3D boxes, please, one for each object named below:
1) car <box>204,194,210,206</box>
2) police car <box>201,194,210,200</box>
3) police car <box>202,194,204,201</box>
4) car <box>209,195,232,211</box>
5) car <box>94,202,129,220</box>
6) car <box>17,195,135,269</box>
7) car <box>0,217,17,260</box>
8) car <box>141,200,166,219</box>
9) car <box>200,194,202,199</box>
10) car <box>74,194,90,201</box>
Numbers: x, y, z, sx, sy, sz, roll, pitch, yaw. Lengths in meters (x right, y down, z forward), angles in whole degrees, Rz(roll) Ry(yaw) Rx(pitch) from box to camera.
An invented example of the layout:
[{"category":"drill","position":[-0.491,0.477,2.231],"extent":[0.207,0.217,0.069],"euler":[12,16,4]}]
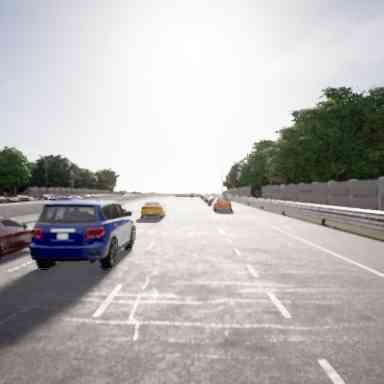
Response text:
[{"category":"car","position":[3.490,1.420,54.125],"extent":[2.128,1.511,4.902],"euler":[0,0,0]},{"category":"police car","position":[3.484,1.248,87.175],"extent":[2.038,1.542,4.974],"euler":[0,0,0]},{"category":"police car","position":[3.488,1.358,65.140],"extent":[2.038,1.542,4.974],"euler":[0,0,0]},{"category":"car","position":[3.592,1.349,40.198],"extent":[2.097,1.767,4.553],"euler":[0,1,0]},{"category":"car","position":[-6.906,1.586,28.996],"extent":[1.994,1.385,4.181],"euler":[0,0,0]},{"category":"car","position":[-3.403,1.259,11.435],"extent":[2.150,2.045,5.566],"euler":[0,0,0]},{"category":"car","position":[-6.903,1.563,11.462],"extent":[1.812,1.442,4.674],"euler":[0,0,0]},{"category":"car","position":[-3.406,1.499,29.938],"extent":[1.882,1.535,5.008],"euler":[0,0,0]},{"category":"car","position":[3.486,1.255,76.157],"extent":[1.882,1.535,5.008],"euler":[0,0,0]},{"category":"car","position":[-24.514,1.186,74.282],"extent":[1.837,1.490,4.892],"euler":[0,0,0]}]
